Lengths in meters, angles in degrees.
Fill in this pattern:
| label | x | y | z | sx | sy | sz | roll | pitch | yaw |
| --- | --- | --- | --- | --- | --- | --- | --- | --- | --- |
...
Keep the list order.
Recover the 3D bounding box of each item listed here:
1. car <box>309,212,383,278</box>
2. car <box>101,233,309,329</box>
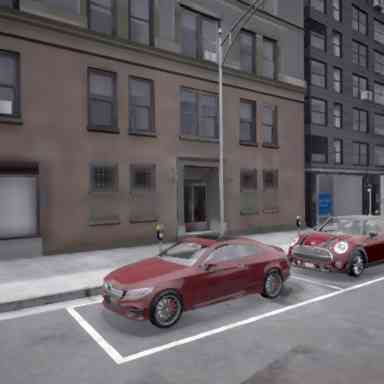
| label | x | y | z | sx | sy | sz | roll | pitch | yaw |
| --- | --- | --- | --- | --- | --- | --- | --- | --- | --- |
| car | 4.756 | 1.433 | 10.053 | 4.097 | 1.590 | 1.967 | 0 | -1 | -35 |
| car | 0.275 | 1.579 | 6.855 | 4.206 | 1.307 | 1.802 | 0 | -1 | -35 |
